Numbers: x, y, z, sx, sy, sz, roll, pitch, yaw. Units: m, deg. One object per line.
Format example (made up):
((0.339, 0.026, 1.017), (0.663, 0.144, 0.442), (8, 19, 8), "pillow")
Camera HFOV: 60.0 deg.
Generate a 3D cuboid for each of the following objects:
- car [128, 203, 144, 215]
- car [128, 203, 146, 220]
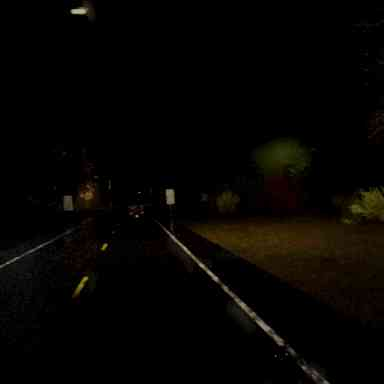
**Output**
((-8.271, 2.454, 49.098), (2.128, 1.511, 4.902), (-3, 0, -10), "car")
((-6.169, 2.307, 37.046), (1.895, 1.301, 4.718), (-3, -1, -10), "car")
